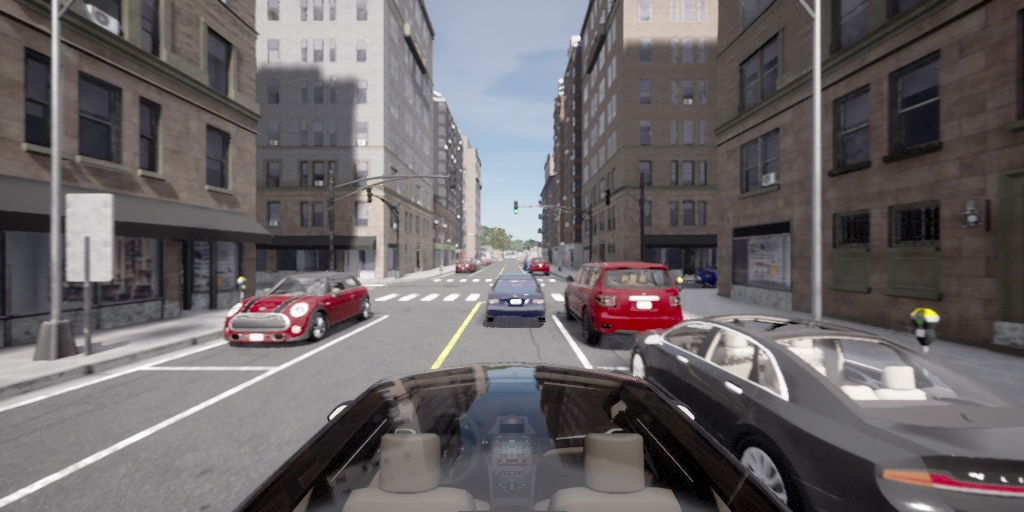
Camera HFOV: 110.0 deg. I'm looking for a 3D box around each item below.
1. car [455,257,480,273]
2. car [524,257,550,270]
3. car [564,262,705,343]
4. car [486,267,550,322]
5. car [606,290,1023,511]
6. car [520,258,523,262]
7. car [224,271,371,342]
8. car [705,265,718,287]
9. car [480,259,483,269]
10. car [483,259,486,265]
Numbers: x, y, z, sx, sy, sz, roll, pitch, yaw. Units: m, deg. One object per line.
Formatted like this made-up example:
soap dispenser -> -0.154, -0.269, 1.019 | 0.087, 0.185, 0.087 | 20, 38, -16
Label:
car -> -5.398, 1.033, 42.112 | 2.192, 1.841, 5.009 | 0, 0, 0
car -> 2.719, 1.037, 36.605 | 2.192, 1.841, 5.009 | 0, 0, 0
car -> 2.641, 1.059, 9.549 | 2.192, 1.841, 5.009 | 0, 0, 0
car -> 0.177, 1.289, 12.310 | 2.033, 1.411, 5.357 | 0, 0, 2
car -> 2.639, 1.299, 3.867 | 2.007, 1.370, 4.403 | 0, 0, 0
car -> 2.714, 1.024, 53.116 | 2.192, 1.841, 5.009 | 0, 0, 0
car -> -5.384, 1.184, 9.552 | 1.967, 1.591, 4.097 | 0, 0, 0
car -> 13.667, 1.172, 21.542 | 5.008, 1.535, 1.882 | 0, 0, -2
car -> -5.393, 1.279, 47.615 | 1.948, 1.339, 4.313 | 0, 0, 0
car -> -5.387, 1.259, 53.119 | 2.007, 1.370, 4.403 | 0, 0, 0
